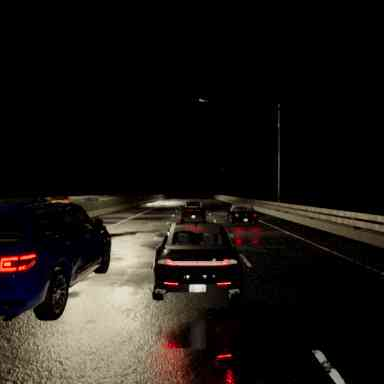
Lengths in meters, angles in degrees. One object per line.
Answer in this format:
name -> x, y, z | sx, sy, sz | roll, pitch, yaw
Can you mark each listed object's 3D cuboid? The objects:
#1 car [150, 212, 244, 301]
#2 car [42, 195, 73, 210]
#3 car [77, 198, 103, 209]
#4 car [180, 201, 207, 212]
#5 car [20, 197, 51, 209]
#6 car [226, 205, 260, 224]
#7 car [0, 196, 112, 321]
car -> 0.099, 1.488, 8.305 | 2.128, 1.511, 4.902 | 0, 0, 0
car -> -17.538, 1.331, 43.645 | 2.097, 1.767, 4.553 | 0, 0, 1
car -> -14.013, 1.526, 46.096 | 2.033, 1.411, 5.357 | 0, 0, 0
car -> 0.099, 1.494, 25.944 | 1.837, 1.490, 4.892 | 0, 0, 0
car -> -21.024, 1.486, 44.883 | 1.837, 1.490, 4.892 | 0, -1, 0
car -> 3.598, 1.590, 24.479 | 1.895, 1.301, 4.718 | 0, 0, 0
car -> -3.396, 1.218, 7.391 | 2.150, 2.045, 5.566 | 0, 0, 0
